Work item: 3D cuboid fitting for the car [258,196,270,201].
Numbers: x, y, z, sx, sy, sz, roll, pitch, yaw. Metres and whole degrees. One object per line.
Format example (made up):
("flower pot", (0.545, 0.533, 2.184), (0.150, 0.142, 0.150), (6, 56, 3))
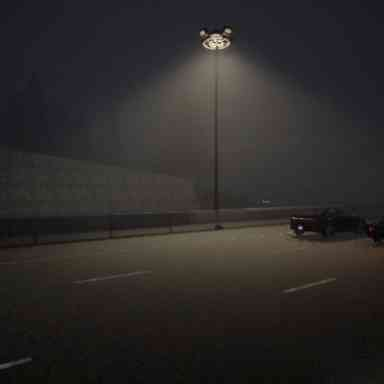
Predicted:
("car", (17.639, 1.564, 81.862), (1.994, 1.385, 4.181), (0, 1, -5))

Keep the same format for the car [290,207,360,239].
("car", (7.222, 1.522, 17.499), (4.902, 1.511, 2.128), (0, 0, -35))

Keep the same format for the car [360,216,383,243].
("car", (9.952, 1.633, 15.144), (4.718, 1.301, 1.895), (0, 0, -35))
